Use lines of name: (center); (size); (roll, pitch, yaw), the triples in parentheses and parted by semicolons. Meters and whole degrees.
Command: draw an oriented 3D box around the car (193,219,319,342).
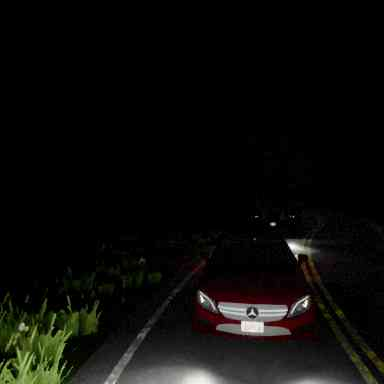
car: (1.227, 1.534, 6.715); (1.812, 1.442, 4.674); (-1, 0, 11)

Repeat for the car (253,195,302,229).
car: (4.992, 1.215, 18.889); (2.150, 2.045, 5.566); (-2, -1, 22)
